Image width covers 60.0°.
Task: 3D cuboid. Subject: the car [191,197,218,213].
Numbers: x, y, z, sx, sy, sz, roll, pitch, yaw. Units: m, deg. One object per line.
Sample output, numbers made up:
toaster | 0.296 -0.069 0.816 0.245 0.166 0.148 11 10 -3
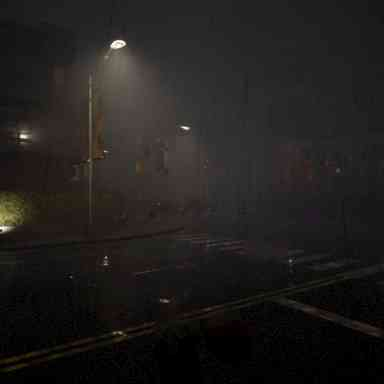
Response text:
car | 0.688 1.564 36.683 1.994 1.385 4.181 0 0 -35

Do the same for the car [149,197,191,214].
car | -2.397 1.526 34.987 1.812 1.442 4.674 0 0 -35

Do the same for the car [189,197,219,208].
car | 1.760 1.477 49.498 1.882 1.535 5.008 0 0 -35

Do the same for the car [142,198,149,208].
car | -5.113 1.491 45.110 2.128 1.511 4.902 0 0 -34
